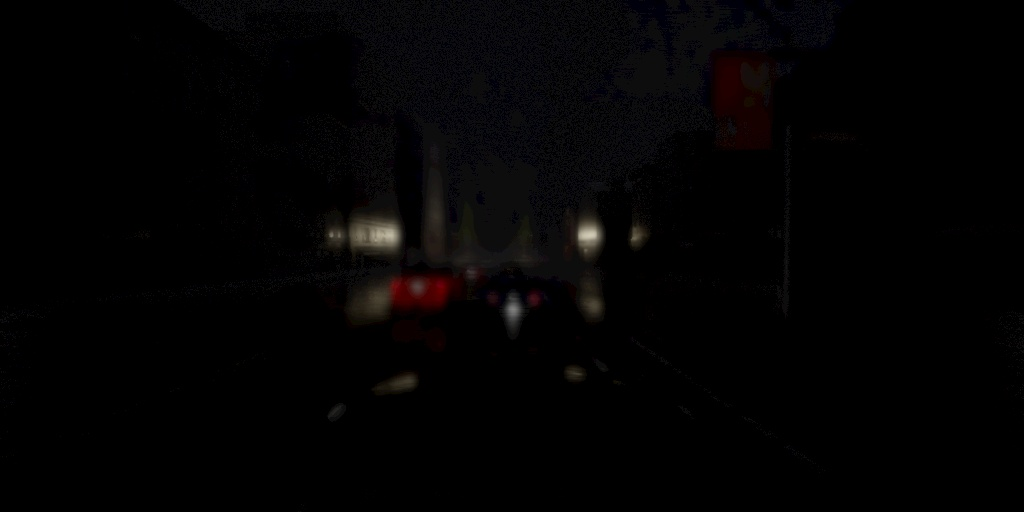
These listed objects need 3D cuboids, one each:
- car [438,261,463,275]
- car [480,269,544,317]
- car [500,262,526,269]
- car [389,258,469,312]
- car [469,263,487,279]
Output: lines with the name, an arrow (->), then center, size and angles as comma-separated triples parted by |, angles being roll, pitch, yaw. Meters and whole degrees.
car -> -6.601, 1.261, 38.974 | 1.994, 1.385, 4.181 | 0, 0, 0
car -> 0.062, 1.340, 13.187 | 1.895, 1.301, 4.718 | 0, 0, 0
car -> 0.069, 1.232, 29.724 | 1.837, 1.490, 4.892 | 0, 0, 0
car -> -3.182, 1.090, 14.286 | 2.097, 1.767, 4.553 | 0, 0, 0
car -> -3.177, 1.288, 30.218 | 1.994, 1.385, 4.181 | 0, 0, 0
